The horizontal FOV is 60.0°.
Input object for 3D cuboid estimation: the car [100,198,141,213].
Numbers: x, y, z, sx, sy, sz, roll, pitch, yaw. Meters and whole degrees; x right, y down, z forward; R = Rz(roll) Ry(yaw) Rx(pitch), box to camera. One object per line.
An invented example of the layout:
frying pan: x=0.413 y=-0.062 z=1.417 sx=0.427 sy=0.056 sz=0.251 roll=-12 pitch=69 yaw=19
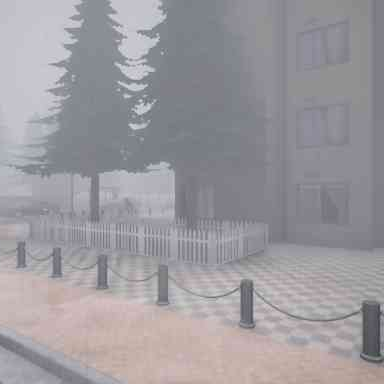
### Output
car: x=-7.871 y=1.462 z=36.968 sx=1.882 sy=1.535 sz=5.008 roll=0 pitch=0 yaw=37

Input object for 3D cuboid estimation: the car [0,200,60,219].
car: x=-13.994 y=1.476 z=28.913 sx=2.128 sy=1.511 sz=4.902 roll=0 pitch=0 yaw=37

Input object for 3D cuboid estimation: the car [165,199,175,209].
car: x=-1.662 y=1.510 z=45.099 sx=1.812 sy=1.442 sz=4.674 roll=0 pitch=0 yaw=37

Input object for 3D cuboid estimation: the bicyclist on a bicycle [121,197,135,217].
bicyclist on a bicycle: x=-5.388 y=1.285 z=27.873 sx=1.656 sy=1.620 sz=0.582 roll=0 pitch=0 yaw=37
